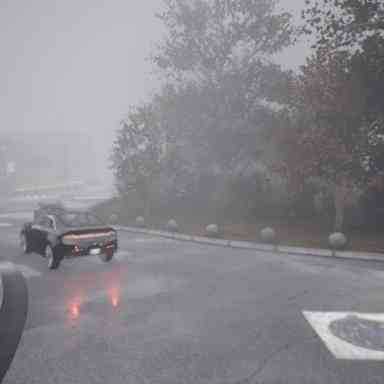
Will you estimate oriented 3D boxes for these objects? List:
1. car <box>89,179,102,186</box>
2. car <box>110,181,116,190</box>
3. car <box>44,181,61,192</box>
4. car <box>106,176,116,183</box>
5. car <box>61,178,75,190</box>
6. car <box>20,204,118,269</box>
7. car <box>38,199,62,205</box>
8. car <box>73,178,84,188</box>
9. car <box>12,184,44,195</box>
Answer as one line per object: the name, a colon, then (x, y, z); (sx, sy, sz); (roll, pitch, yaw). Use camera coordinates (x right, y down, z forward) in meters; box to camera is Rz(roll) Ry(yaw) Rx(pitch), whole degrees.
car: (-23.095, -2.373, 79.784); (2.163, 1.488, 4.792); (0, 4, 6)
car: (-13.185, -1.112, 61.955); (1.812, 1.442, 4.674); (0, 4, 6)
car: (-25.375, -0.833, 57.574); (1.946, 1.575, 5.366); (0, 4, 6)
car: (-21.960, -3.181, 90.784); (2.231, 1.521, 4.892); (0, 4, 6)
car: (-24.812, -1.221, 63.056); (1.946, 1.575, 5.366); (0, 4, 6)
car: (-4.173, 1.376, 10.875); (2.128, 1.511, 4.902); (-1, 1, -40)
car: (-9.644, 1.251, 22.696); (1.837, 1.490, 4.892); (-3, 2, -23)
car: (-24.218, -1.877, 68.803); (2.435, 2.045, 5.566); (0, 4, 6)
car: (-25.949, -0.442, 52.095); (1.946, 1.575, 5.366); (0, 4, 6)
